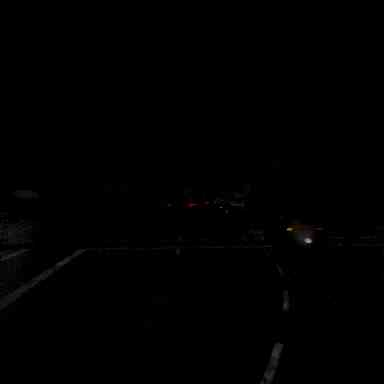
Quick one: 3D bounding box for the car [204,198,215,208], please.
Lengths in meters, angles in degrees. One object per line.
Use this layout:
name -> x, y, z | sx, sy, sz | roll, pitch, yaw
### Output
car -> 3.595, 2.114, 65.730 | 2.150, 2.045, 5.566 | -1, 0, -1

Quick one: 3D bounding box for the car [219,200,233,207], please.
car -> 6.970, 2.381, 68.607 | 2.033, 1.411, 5.357 | -1, -1, -1

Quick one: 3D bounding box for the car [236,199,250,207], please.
car -> 10.468, 2.230, 68.687 | 2.128, 1.511, 4.902 | -1, -1, -1

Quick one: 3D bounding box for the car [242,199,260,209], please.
car -> 10.673, 2.078, 59.491 | 2.097, 1.767, 4.553 | -1, -1, -1

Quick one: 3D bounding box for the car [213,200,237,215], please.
car -> 4.148, 2.064, 42.616 | 1.837, 1.490, 4.892 | -1, -1, -1

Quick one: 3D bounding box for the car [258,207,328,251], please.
car -> 4.471, 1.660, 14.980 | 2.128, 1.511, 4.902 | -1, -1, 2

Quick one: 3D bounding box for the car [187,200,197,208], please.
car -> -0.028, 2.452, 68.450 | 1.882, 1.535, 5.008 | -1, -1, -1

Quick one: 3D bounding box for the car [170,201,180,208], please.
car -> -3.548, 2.572, 69.427 | 1.994, 1.385, 4.181 | -1, -1, -1

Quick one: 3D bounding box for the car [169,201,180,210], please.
car -> -3.256, 2.434, 60.211 | 2.033, 1.411, 5.357 | -1, -1, -1

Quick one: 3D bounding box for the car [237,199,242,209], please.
car -> 7.184, 2.283, 59.023 | 1.812, 1.442, 4.674 | -1, -1, -1

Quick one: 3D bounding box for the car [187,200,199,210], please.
car -> 0.177, 2.341, 59.283 | 1.837, 1.490, 4.892 | -1, -1, -1
